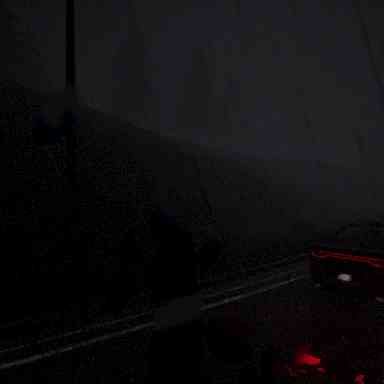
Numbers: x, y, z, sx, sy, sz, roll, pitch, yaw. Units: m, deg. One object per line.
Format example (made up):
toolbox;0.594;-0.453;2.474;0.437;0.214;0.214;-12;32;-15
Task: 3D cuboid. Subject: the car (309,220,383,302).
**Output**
car;4.663;1.408;7.823;5.008;1.535;1.882;-1;1;-42
